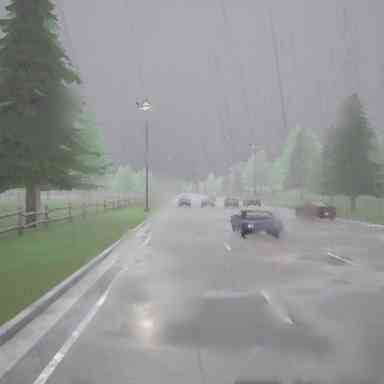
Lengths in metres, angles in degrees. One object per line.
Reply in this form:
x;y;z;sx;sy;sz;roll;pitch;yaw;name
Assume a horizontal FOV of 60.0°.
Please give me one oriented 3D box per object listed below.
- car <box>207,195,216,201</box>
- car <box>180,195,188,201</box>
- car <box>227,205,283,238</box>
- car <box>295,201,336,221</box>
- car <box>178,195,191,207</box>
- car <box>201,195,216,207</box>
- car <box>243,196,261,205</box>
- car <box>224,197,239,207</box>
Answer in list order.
5.018;1.524;85.158;1.812;1.442;4.674;0;0;-1;car
-2.034;1.540;87.231;2.033;1.411;5.357;0;0;-1;car
3.228;1.601;17.509;1.895;1.301;4.718;0;0;-1;car
9.996;1.477;27.291;1.882;1.535;5.008;0;0;-1;car
-1.124;1.601;51.019;1.895;1.301;4.718;0;0;-1;car
2.375;1.601;50.902;1.895;1.301;4.718;0;0;-1;car
9.315;1.352;52.106;2.097;1.767;4.553;0;0;-1;car
5.885;1.491;50.255;2.128;1.511;4.902;0;0;-1;car
